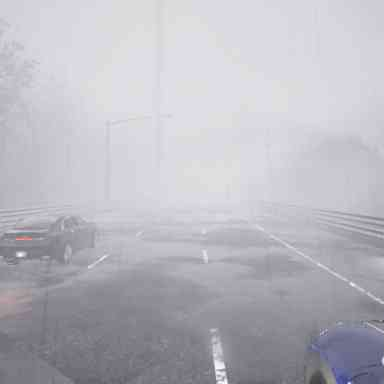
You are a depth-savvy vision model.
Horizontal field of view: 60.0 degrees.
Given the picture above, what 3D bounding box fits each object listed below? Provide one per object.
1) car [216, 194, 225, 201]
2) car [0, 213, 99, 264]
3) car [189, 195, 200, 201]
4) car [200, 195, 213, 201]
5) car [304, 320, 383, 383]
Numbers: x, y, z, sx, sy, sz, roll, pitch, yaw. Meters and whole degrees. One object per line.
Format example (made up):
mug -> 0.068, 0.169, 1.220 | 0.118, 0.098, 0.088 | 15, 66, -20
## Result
car -> 7.334, 1.438, 86.171 | 2.097, 1.767, 4.553 | 0, 0, 7
car -> -4.763, 1.511, 11.788 | 1.837, 1.490, 4.892 | 0, 0, 1
car -> 0.242, 1.622, 85.746 | 2.033, 1.411, 5.357 | 0, 0, 7
car -> 3.772, 1.677, 85.813 | 1.895, 1.301, 4.718 | 0, 0, 7
car -> 2.071, 1.352, 1.288 | 2.097, 1.767, 4.553 | 0, 0, 0
